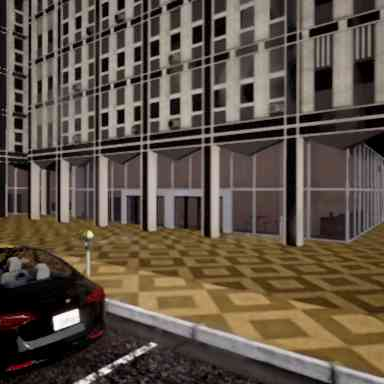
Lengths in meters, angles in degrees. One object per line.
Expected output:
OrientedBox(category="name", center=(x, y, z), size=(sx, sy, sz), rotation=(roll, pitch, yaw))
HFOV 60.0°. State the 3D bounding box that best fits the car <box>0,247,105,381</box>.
OrientedBox(category="car", center=(-3.172, 1.529, 5.145), size=(4.313, 1.339, 1.947), rotation=(0, 0, 36))
